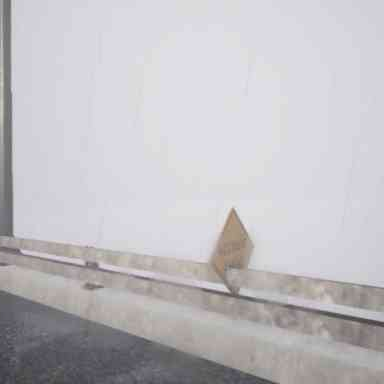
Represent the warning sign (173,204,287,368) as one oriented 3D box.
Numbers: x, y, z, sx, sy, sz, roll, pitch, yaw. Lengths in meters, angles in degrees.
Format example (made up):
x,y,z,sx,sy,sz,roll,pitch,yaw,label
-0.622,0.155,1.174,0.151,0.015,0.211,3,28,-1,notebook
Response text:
x,y,z,sx,sy,sz,roll,pitch,yaw,label
0.573,1.139,4.735,1.060,1.860,1.300,-2,0,36,warning sign
